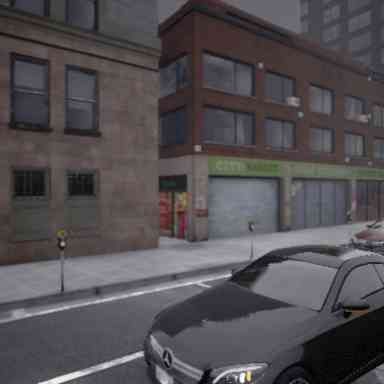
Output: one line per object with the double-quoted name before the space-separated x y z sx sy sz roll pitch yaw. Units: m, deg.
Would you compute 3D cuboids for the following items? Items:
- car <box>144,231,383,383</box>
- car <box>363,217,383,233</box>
"car" 1.630 1.515 4.530 4.674 1.442 1.812 0 0 -36
"car" 7.396 1.542 11.921 4.206 1.307 1.802 0 0 -35
